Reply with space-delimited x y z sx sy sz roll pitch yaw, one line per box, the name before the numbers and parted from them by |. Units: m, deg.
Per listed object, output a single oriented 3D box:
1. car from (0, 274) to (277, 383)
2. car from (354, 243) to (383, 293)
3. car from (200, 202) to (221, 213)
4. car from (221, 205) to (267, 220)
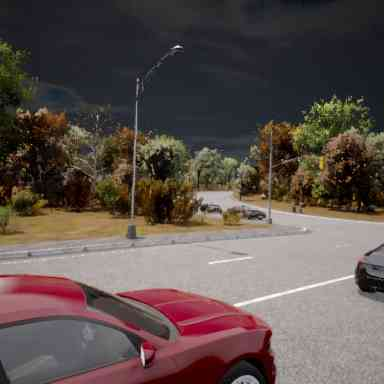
car | -1.413 1.479 2.737 5.008 1.535 1.882 0 0 -36
car | 5.734 1.664 7.893 4.181 1.385 1.994 1 -1 -35
car | 2.508 2.079 44.727 1.994 1.385 4.181 3 0 -19
car | 5.749 2.175 36.024 2.033 1.411 5.357 3 -1 -26
